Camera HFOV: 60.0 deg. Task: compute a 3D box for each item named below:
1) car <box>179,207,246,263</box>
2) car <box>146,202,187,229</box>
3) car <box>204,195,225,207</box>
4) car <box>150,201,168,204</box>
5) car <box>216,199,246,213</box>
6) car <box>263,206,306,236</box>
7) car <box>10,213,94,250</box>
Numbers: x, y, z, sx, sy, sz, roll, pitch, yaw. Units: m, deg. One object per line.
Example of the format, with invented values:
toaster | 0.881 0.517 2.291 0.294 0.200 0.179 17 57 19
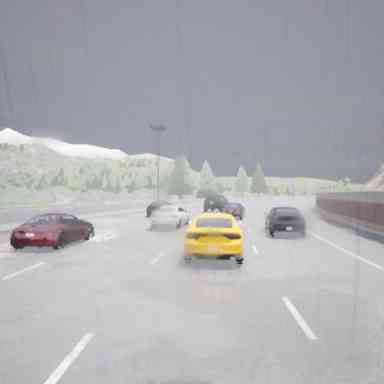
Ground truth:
car | 0.842 1.526 12.238 1.882 1.535 5.008 0 0 5
car | -1.363 1.606 22.028 1.812 1.442 4.674 0 0 9
car | 2.991 1.381 40.192 2.150 2.045 5.566 0 0 17
car | -2.882 1.619 31.955 1.837 1.490 4.892 0 0 13
car | 3.774 1.670 29.955 2.033 1.411 5.357 0 0 13
car | 5.233 1.589 18.998 1.837 1.490 4.892 0 0 9
car | -5.916 1.605 14.585 1.994 1.385 4.181 0 0 6
